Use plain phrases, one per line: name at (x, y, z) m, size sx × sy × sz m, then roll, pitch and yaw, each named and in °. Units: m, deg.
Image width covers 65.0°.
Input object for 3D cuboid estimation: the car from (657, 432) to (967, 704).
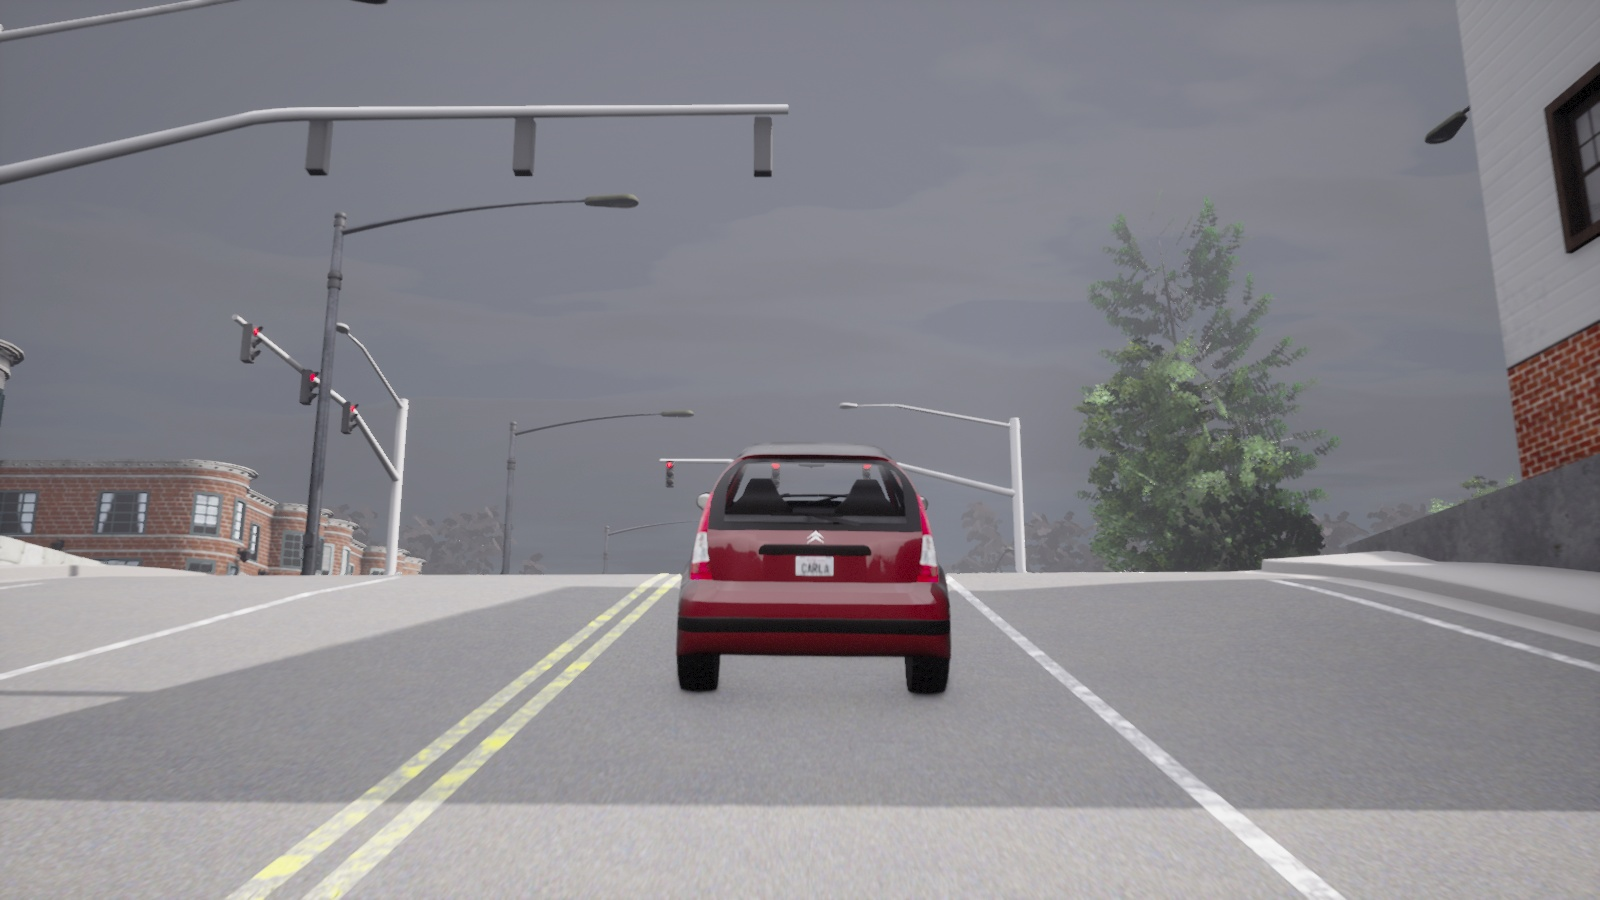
car at (0.078, 0.726, 9.562) m, size 1.851 × 1.617 × 3.988 m, roll 1°, pitch 0°, yaw 0°
